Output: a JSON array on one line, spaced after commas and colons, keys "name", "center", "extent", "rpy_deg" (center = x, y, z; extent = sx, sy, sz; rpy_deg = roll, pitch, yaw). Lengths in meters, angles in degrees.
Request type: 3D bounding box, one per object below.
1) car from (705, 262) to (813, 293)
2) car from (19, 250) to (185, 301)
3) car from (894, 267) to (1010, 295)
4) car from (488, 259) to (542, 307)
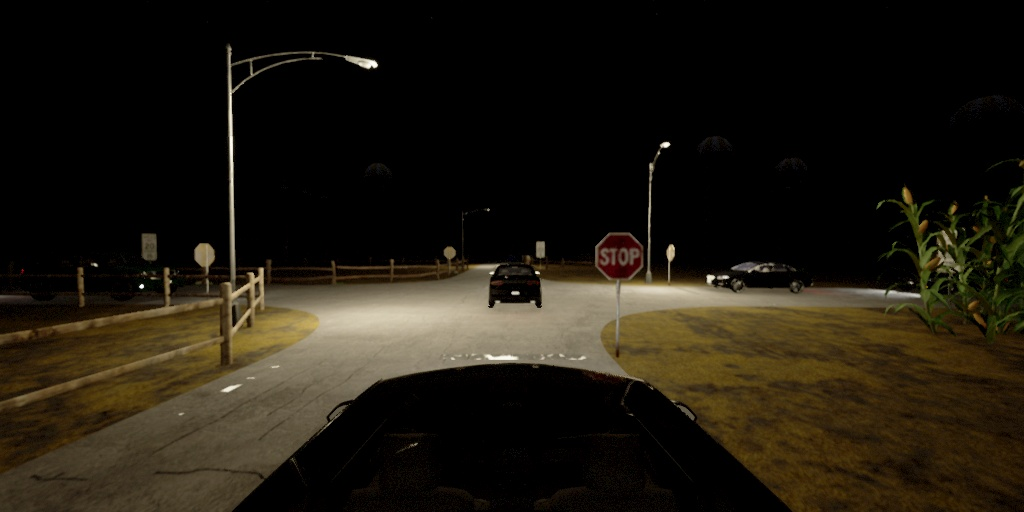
[{"name": "car", "center": [12.614, 1.047, 18.461], "extent": [4.902, 1.511, 2.128], "rpy_deg": [0, 2, 0]}, {"name": "car", "center": [-17.737, 0.782, 15.649], "extent": [5.566, 2.045, 2.150], "rpy_deg": [0, 2, 0]}, {"name": "car", "center": [22.463, 1.213, 18.417], "extent": [4.181, 1.385, 1.994], "rpy_deg": [1, 2, 0]}, {"name": "car", "center": [0.109, 1.053, 14.343], "extent": [1.882, 1.535, 5.008], "rpy_deg": [0, 1, 0]}]
